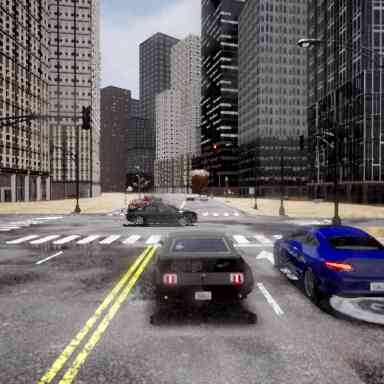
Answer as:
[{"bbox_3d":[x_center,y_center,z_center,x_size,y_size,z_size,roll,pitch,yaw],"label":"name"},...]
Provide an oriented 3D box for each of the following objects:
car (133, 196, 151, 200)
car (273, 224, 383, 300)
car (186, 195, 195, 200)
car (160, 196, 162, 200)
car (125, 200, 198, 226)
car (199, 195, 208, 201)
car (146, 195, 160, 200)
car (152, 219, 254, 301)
[{"bbox_3d":[-6.533,1.525,40.328,1.994,1.385,4.181,0,0,0],"label":"car"},{"bbox_3d":[3.354,1.521,8.231,1.812,1.442,4.674,0,0,1],"label":"car"},{"bbox_3d":[-0.422,1.458,80.421,1.895,1.301,4.718,0,0,-4],"label":"car"},{"bbox_3d":[-6.498,1.408,60.868,2.128,1.511,4.902,0,0,0],"label":"car"},{"bbox_3d":[-2.040,1.498,22.593,4.892,1.490,1.837,0,0,1],"label":"car"},{"bbox_3d":[2.827,1.386,80.534,1.812,1.442,4.674,0,0,-4],"label":"car"},{"bbox_3d":[-6.517,1.292,50.577,2.097,1.767,4.553,0,0,0],"label":"car"},{"bbox_3d":[0.112,1.597,8.264,1.895,1.301,4.718,0,0,-2],"label":"car"}]
